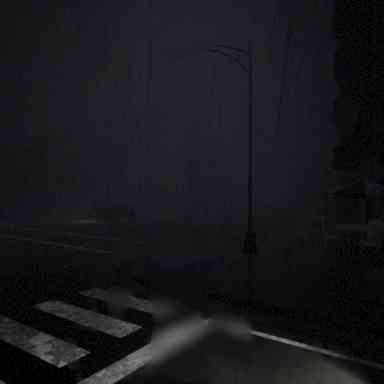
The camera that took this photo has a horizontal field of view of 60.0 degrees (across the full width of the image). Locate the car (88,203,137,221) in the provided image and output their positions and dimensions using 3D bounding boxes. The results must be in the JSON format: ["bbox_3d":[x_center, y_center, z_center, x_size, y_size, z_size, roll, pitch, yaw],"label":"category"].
[{"bbox_3d":[-6.723,1.619,28.453,1.994,1.385,4.181,0,0,36],"label":"car"}]
